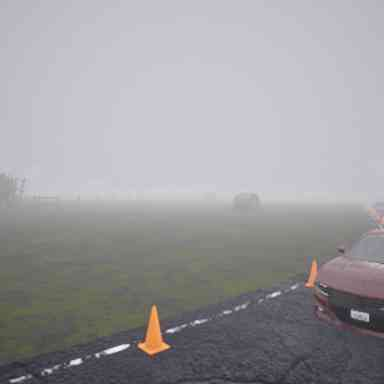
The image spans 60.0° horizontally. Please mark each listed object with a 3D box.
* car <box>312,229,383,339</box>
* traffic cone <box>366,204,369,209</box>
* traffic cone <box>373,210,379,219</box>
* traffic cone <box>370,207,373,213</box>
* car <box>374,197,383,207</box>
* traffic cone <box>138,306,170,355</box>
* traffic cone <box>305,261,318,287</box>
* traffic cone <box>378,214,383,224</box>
[{"bbox_3d":[4.141,1.496,6.522,1.882,1.535,5.008,1,0,44],"label":"car"},{"bbox_3d":[22.410,2.027,41.820,0.340,0.580,0.340,0,0,26],"label":"traffic cone"},{"bbox_3d":[15.874,2.012,28.319,0.340,0.580,0.340,0,0,26],"label":"traffic cone"},{"bbox_3d":[18.053,2.018,32.819,0.340,0.580,0.340,0,0,26],"label":"traffic cone"},{"bbox_3d":[29.619,1.565,52.056,1.882,1.535,5.008,0,0,25],"label":"car"},{"bbox_3d":[-0.551,1.958,4.825,0.340,0.580,0.340,0,0,-40],"label":"traffic cone"},{"bbox_3d":[2.963,1.970,8.048,0.340,0.580,0.340,0,0,45],"label":"traffic cone"},{"bbox_3d":[13.695,2.006,23.819,0.340,0.580,0.340,0,0,26],"label":"traffic cone"}]
